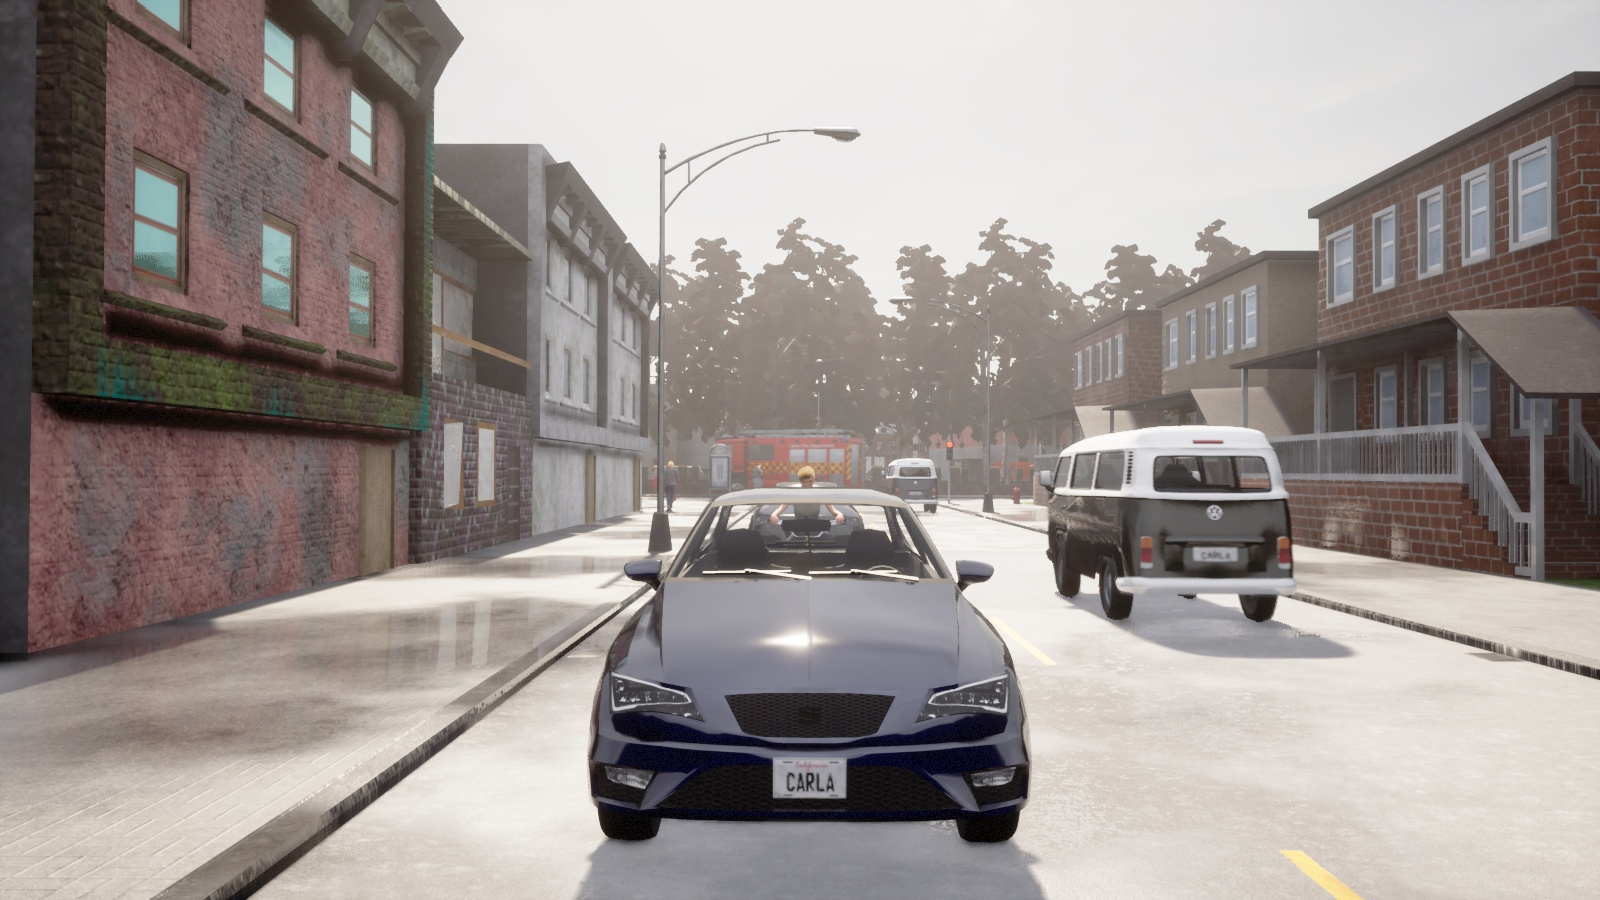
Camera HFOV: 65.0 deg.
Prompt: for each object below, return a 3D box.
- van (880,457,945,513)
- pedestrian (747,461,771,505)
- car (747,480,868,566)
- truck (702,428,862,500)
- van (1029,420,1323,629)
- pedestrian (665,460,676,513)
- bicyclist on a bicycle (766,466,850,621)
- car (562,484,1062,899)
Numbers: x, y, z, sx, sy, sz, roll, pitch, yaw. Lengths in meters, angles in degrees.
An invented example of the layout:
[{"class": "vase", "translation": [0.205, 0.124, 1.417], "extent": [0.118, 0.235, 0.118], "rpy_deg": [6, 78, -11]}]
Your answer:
[{"class": "van", "translation": [4.246, 1.326, 48.081], "extent": [2.069, 2.038, 4.480], "rpy_deg": [0, -1, 0]}, {"class": "pedestrian", "translation": [-1.875, 1.486, 56.952], "extent": [0.873, 1.952, 0.659], "rpy_deg": [0, -1, -32]}, {"class": "car", "translation": [0.126, 1.261, 22.824], "extent": [1.994, 1.385, 4.181], "rpy_deg": [0, -1, 0]}, {"class": "truck", "translation": [-1.030, 0.826, 69.996], "extent": [8.468, 3.827, 2.891], "rpy_deg": [-1, -1, 24]}, {"class": "van", "translation": [4.085, 0.765, 14.533], "extent": [2.069, 2.038, 4.480], "rpy_deg": [0, -1, 0]}, {"class": "pedestrian", "translation": [-4.595, 1.289, 44.537], "extent": [0.354, 1.836, 0.706], "rpy_deg": [0, -1, -6]}, {"class": "bicyclist on a bicycle", "translation": [0.084, 0.983, 13.839], "extent": [0.866, 1.612, 1.509], "rpy_deg": [0, -1, 0]}, {"class": "car", "translation": [0.049, 0.940, 6.673], "extent": [1.816, 1.474, 4.193], "rpy_deg": [0, -1, 0]}]
